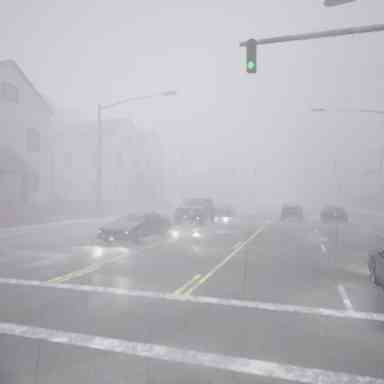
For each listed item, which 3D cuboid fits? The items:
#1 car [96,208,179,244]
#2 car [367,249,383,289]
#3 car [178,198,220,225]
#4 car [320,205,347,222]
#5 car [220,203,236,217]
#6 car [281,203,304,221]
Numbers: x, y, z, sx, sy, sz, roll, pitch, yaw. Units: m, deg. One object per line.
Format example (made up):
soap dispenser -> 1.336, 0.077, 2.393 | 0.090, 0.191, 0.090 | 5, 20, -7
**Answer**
car -> -2.724, 1.704, 17.191 | 2.033, 1.411, 5.357 | 0, -1, 18
car -> 4.871, 1.621, 6.555 | 2.033, 1.411, 5.357 | 0, -1, 19
car -> 0.356, 1.474, 26.639 | 2.150, 2.045, 5.566 | 0, -1, 18
car -> 12.566, 1.871, 29.633 | 1.994, 1.385, 4.181 | 0, -1, 18
car -> 3.495, 1.912, 36.106 | 1.994, 1.385, 4.181 | 0, -1, 19
car -> 9.341, 1.805, 31.032 | 2.128, 1.511, 4.902 | 0, -1, 18
